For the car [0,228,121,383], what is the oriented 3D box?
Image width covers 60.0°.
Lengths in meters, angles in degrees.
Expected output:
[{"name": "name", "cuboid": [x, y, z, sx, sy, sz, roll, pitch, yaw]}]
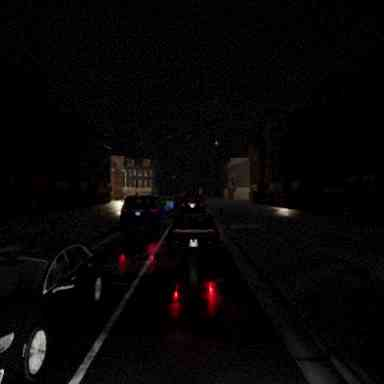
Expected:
[{"name": "car", "cuboid": [-2.652, 1.544, 5.299, 2.008, 1.369, 4.403, 0, 0, 0]}]

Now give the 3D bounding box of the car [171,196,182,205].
[{"name": "car", "cuboid": [-2.751, 1.503, 59.638, 1.887, 1.381, 4.507, 0, 0, 0]}]

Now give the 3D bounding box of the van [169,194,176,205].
[{"name": "van", "cuboid": [-2.713, 1.306, 37.902, 1.690, 1.788, 3.998, 0, 0, 0]}]

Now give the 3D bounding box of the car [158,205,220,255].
[{"name": "car", "cuboid": [0.055, 1.477, 13.181, 2.128, 1.511, 4.902, 0, 0, 0]}]

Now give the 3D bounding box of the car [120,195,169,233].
[{"name": "car", "cuboid": [-2.787, 1.203, 19.786, 2.150, 2.045, 5.566, 0, 0, 0]}]

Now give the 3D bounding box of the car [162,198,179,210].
[{"name": "car", "cuboid": [-2.721, 1.528, 43.336, 1.947, 1.339, 4.313, 0, 0, 0]}]

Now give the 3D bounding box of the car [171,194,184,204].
[{"name": "car", "cuboid": [-2.763, 1.273, 65.072, 2.192, 1.841, 5.009, 0, 0, 0]}]

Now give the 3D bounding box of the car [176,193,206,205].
[{"name": "car", "cuboid": [0.033, 1.191, 28.897, 2.150, 2.045, 5.566, 0, 0, 0]}]

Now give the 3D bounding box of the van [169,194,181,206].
[{"name": "van", "cuboid": [-2.742, 1.300, 54.204, 1.690, 1.788, 3.998, 0, 0, 0]}]
